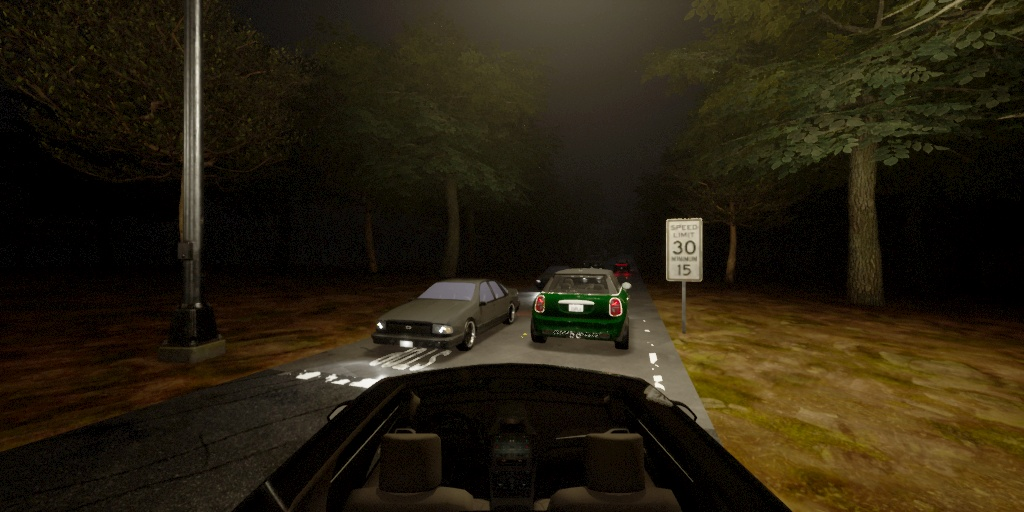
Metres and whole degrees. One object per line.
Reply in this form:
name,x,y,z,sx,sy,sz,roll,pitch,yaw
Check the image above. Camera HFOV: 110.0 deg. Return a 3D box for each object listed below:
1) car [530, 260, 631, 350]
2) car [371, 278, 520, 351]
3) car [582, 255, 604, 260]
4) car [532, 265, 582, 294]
car,2.003,1.103,9.473,2.097,1.767,4.553,0,0,18
car,-1.249,1.298,9.422,2.033,1.411,5.357,0,0,17
car,9.502,0.909,41.620,2.150,2.045,5.566,0,0,19
car,2.901,1.297,22.005,2.033,1.411,5.357,0,0,18
